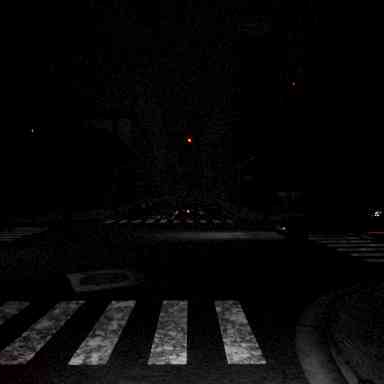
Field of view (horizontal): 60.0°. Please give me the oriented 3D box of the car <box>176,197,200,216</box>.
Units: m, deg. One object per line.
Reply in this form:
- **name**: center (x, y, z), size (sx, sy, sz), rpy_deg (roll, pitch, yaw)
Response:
- **car**: center (-0.323, 1.541, 33.736), size (1.837, 1.490, 4.892), rpy_deg (0, 0, 1)

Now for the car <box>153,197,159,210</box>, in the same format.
- **car**: center (-5.694, 1.489, 41.671), size (1.967, 1.590, 4.097), rpy_deg (0, 0, 0)

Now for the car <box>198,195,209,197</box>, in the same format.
- **car**: center (2.341, 1.637, 52.685), size (1.947, 1.339, 4.313), rpy_deg (0, 0, 0)

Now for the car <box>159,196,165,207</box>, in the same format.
- **car**: center (-5.684, 1.653, 52.692), size (1.802, 1.307, 4.206), rpy_deg (0, 0, 0)

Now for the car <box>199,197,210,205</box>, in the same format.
- **car**: center (2.351, 1.647, 63.706), size (2.008, 1.369, 4.403), rpy_deg (0, 0, 0)

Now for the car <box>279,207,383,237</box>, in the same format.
- **car**: center (7.049, 1.574, 17.400), size (4.718, 1.301, 1.895), rpy_deg (0, 0, 0)

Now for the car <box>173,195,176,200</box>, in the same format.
- **car**: center (-5.658, 1.694, 80.246), size (2.008, 1.369, 4.403), rpy_deg (0, 0, 0)

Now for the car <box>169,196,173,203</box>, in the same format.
- **car**: center (-5.668, 1.552, 69.225), size (1.967, 1.590, 4.097), rpy_deg (0, 0, 0)

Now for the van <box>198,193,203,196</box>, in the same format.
- **van**: center (2.346, 1.424, 58.196), size (1.690, 1.788, 3.998), rpy_deg (0, 0, 0)

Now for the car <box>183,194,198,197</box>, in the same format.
- **car**: center (-0.193, 1.643, 63.022), size (2.033, 1.411, 5.357), rpy_deg (0, 0, 0)

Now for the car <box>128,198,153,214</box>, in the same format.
- **car**: center (-5.699, 1.480, 36.160), size (1.967, 1.590, 4.097), rpy_deg (0, 0, 0)

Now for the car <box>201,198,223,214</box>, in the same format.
- **car**: center (2.326, 1.606, 36.152), size (1.947, 1.339, 4.313), rpy_deg (0, 0, 0)

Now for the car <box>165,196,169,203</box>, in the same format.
- **car**: center (-5.678, 1.634, 58.203), size (2.008, 1.369, 4.403), rpy_deg (0, 0, 0)

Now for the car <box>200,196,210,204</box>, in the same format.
- **car**: center (2.336, 1.641, 47.175), size (1.802, 1.307, 4.206), rpy_deg (0, 0, 0)
